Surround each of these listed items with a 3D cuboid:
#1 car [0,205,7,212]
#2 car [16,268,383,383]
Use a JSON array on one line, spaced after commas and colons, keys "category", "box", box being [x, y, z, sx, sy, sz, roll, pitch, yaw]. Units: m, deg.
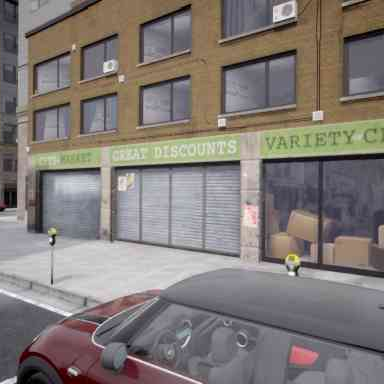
[{"category": "car", "box": [-19.421, 1.458, 29.769, 1.895, 1.301, 4.718, 1, 1, 34]}, {"category": "car", "box": [0.247, 1.440, 2.889, 4.097, 1.590, 1.967, 0, 1, 35]}]
